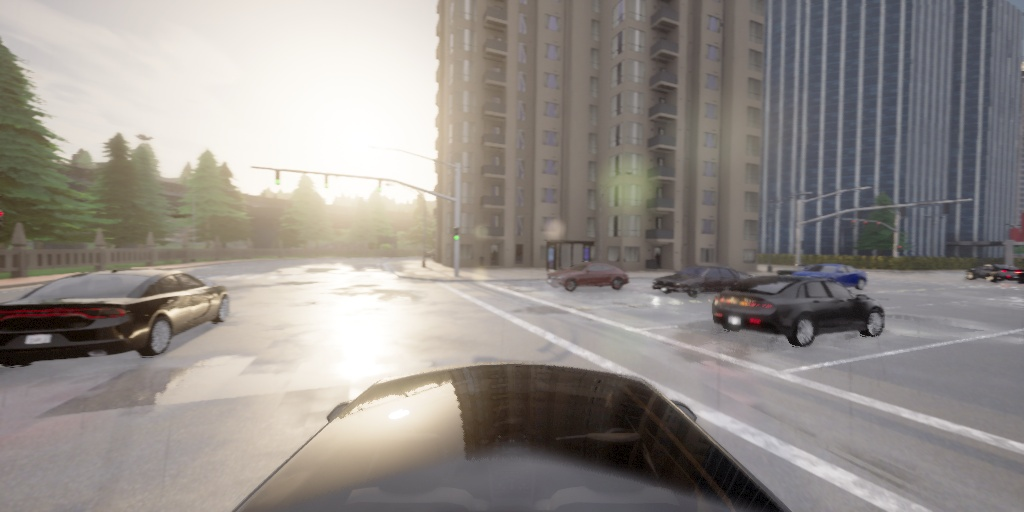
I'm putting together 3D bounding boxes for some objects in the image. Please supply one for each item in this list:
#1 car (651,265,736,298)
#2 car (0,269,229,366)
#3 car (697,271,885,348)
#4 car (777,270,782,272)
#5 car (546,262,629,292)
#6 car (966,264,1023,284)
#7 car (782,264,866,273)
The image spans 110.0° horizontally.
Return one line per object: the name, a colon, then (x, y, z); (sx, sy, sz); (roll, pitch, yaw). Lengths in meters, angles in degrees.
car: (9.579, 1.203, 17.787); (5.357, 1.411, 2.033); (1, 1, -22)
car: (-7.744, 0.994, 7.490); (1.882, 1.535, 5.008); (1, 1, -21)
car: (7.410, 1.276, 9.264); (4.892, 1.490, 1.837); (1, 0, -22)
car: (21.936, 1.311, 26.540); (4.718, 1.301, 1.895); (1, 1, -22)
car: (4.106, 1.061, 19.341); (4.674, 1.442, 1.812); (1, 1, -21)
car: (40.859, 1.455, 30.289); (2.128, 1.511, 4.902); (2, 1, 30)
car: (19.091, 1.227, 21.630); (5.008, 1.535, 1.882); (1, 1, -22)
